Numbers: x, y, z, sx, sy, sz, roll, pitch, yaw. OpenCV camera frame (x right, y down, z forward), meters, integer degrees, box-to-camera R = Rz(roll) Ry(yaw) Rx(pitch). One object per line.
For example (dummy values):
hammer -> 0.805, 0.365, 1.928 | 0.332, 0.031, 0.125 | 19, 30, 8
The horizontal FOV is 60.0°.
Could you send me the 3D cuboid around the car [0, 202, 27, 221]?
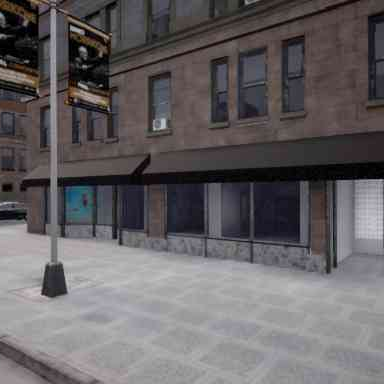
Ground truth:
car -> -14.158, 1.545, 25.258 | 1.837, 1.490, 4.892 | 0, 0, 37
